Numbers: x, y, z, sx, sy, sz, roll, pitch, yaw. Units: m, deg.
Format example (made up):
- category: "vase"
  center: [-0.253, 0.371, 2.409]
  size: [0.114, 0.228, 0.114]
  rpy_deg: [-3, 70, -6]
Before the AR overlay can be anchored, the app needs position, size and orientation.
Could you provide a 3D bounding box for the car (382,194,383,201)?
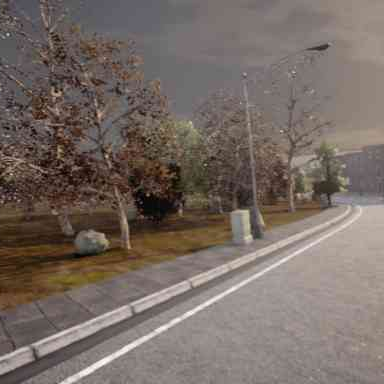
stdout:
- category: "car"
  center: [28.747, 0.585, 47.824]
  size: [1.837, 1.490, 4.892]
  rpy_deg: [-4, -1, 18]
